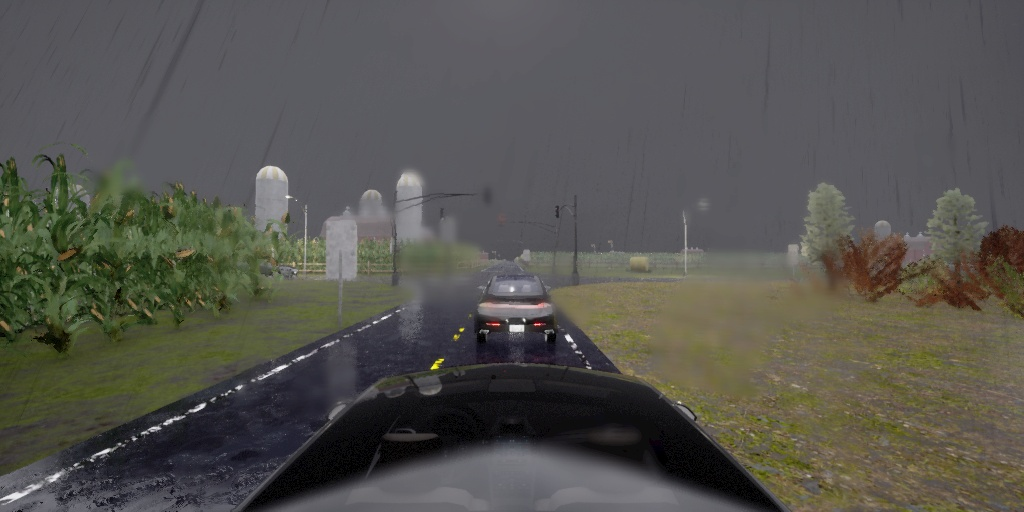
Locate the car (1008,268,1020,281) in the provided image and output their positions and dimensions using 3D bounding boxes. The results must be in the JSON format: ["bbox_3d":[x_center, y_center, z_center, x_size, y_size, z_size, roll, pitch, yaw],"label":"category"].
[{"bbox_3d":[48.663,1.719,33.511,4.674,1.442,1.812,1,-1,-5],"label":"car"}]

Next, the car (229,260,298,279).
[{"bbox_3d":[-19.943,1.059,28.807,4.902,1.511,2.128,0,-1,-4],"label":"car"}]

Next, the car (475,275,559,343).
[{"bbox_3d":[0.100,1.245,9.653,2.128,1.511,4.902,0,0,0],"label":"car"}]
